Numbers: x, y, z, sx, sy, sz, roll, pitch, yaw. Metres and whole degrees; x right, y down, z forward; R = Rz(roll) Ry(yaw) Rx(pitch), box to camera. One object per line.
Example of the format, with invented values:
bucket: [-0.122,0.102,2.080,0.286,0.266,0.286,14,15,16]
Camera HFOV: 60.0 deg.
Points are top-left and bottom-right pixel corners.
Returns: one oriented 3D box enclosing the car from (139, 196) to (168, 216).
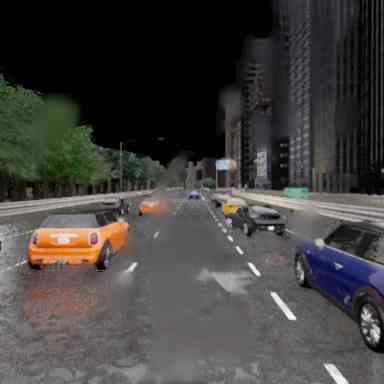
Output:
car: [-3.296,1.095,29.311,2.097,1.767,4.553,0,1,0]

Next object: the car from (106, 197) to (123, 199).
car: [-6.793,1.244,29.557,1.837,1.490,4.892,0,1,0]

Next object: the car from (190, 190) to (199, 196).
car: [0.691,0.200,82.001,2.128,1.511,4.902,0,1,1]

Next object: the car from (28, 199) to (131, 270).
car: [-3.379,1.289,10.912,2.097,1.767,4.553,0,0,0]

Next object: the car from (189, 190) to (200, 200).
car: [0.384,0.680,59.305,1.882,1.535,5.008,0,1,1]

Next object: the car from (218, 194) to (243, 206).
car: [3.595,1.240,28.216,1.882,1.535,5.008,0,1,0]

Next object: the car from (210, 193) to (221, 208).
car: [3.679,1.069,39.216,2.163,1.488,4.792,0,1,0]

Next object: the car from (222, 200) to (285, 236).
car: [3.284,1.400,17.783,1.837,1.490,4.892,0,1,-9]

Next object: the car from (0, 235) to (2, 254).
car: [-6.886,1.428,8.423,1.882,1.535,5.008,0,0,0]

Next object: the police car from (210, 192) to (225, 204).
police car: [3.787,0.873,50.156,2.038,1.542,4.974,0,1,1]

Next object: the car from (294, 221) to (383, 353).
car: [3.506,1.317,6.253,2.097,1.767,4.553,0,0,0]
